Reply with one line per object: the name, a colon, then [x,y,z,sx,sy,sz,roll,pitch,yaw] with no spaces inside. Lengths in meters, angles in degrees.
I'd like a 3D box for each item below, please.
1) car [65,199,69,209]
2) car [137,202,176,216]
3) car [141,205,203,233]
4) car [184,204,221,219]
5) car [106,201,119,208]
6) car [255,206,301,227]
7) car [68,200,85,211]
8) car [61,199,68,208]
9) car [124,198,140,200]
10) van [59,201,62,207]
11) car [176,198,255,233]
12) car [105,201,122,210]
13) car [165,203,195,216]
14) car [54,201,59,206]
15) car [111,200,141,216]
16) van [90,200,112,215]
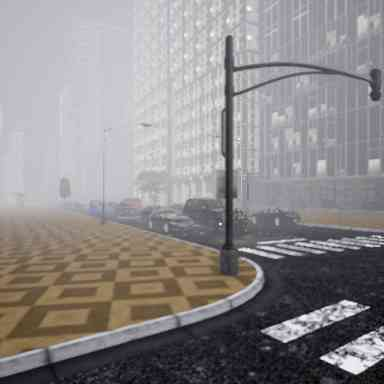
car: [-21.591,2.471,60.966,1.752,1.417,4.829,-1,0,-27]
car: [-3.211,1.909,30.358,1.994,1.385,4.181,0,-1,-26]
car: [-1.386,1.746,20.951,2.008,1.369,4.403,-1,0,-27]
car: [1.025,1.943,34.770,1.947,1.339,4.313,-1,0,-27]
car: [-16.720,2.627,69.915,1.802,1.307,4.206,-1,0,-27]
car: [6.095,1.745,24.728,2.008,1.369,4.403,-1,0,-27]
car: [-19.131,2.402,56.096,2.008,1.369,4.403,-1,0,-27]
car: [-24.201,2.591,66.138,1.887,1.381,4.507,-1,0,-27]
car: [-8.981,1.881,48.718,2.150,2.045,5.566,0,-1,-26]
van: [-26.741,2.487,71.159,1.690,1.788,3.998,-1,0,-27]
car: [1.285,1.405,21.430,2.150,2.045,5.566,0,-1,-27]
car: [-13.803,2.345,58.193,1.837,1.490,4.892,0,-1,-27]
car: [-1.510,2.035,39.791,1.947,1.339,4.313,-1,0,-27]
car: [-31.806,2.889,81.199,1.887,1.381,4.507,-1,0,-27]
car: [-7.751,2.016,39.353,1.837,1.490,4.892,0,-1,-26]
van: [-11.531,1.906,41.036,1.690,1.788,3.998,-1,0,-27]
